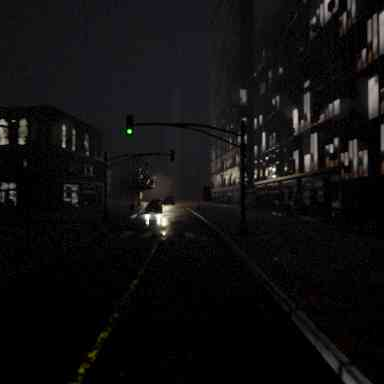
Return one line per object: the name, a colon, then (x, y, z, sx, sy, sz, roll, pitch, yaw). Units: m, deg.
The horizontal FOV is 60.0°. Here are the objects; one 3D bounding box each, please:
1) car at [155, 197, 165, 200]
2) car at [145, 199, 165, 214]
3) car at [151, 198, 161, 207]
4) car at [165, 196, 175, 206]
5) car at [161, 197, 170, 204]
car: (-5.381, 1.879, 49.421, 1.837, 1.490, 4.892, 0, 0, -6)
car: (-4.450, 1.862, 39.051, 1.994, 1.385, 4.181, 0, 0, -4)
car: (-6.592, 1.960, 60.590, 1.837, 1.490, 4.892, 0, 0, -7)
car: (-4.760, 1.741, 68.481, 2.150, 2.045, 5.566, 0, 0, -8)
car: (-6.293, 1.949, 78.750, 1.812, 1.442, 4.674, 0, 0, -10)
